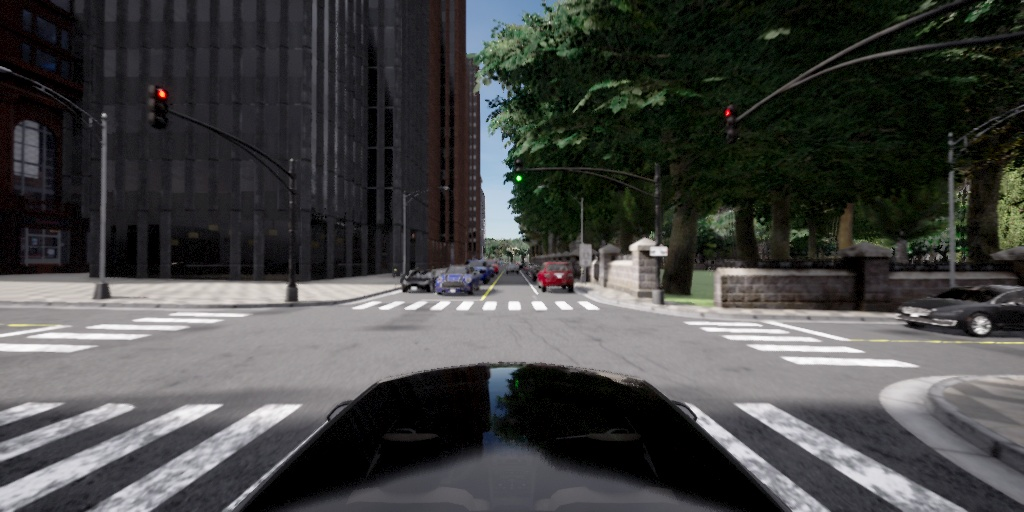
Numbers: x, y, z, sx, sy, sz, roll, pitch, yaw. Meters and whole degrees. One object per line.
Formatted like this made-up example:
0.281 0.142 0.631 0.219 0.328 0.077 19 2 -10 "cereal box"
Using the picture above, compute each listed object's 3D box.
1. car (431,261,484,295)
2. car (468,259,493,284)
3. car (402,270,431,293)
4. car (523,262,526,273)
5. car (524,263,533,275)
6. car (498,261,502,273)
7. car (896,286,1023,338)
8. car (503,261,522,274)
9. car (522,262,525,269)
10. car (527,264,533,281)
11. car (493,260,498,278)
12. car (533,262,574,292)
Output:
-3.169 1.332 21.720 2.097 1.767 4.553 0 -1 1 "car"
-3.104 1.320 31.480 2.150 2.045 5.566 0 -1 0 "car"
-5.768 1.564 23.282 1.948 1.339 4.313 0 0 0 "car"
2.752 1.817 45.117 2.007 1.370 4.403 0 0 0 "car"
2.753 1.750 39.660 2.007 1.370 4.403 0 0 0 "car"
-3.067 1.575 52.167 2.150 2.045 5.566 0 -1 0 "car"
15.265 1.697 11.445 4.892 1.490 1.837 1 -1 0 "car"
0.079 1.908 52.708 2.033 1.411 5.357 0 -1 0 "car"
2.750 1.774 50.573 1.967 1.591 4.097 0 0 0 "car"
2.755 1.698 34.204 1.948 1.339 4.313 0 0 0 "car"
-3.101 1.577 41.660 2.097 1.767 4.553 0 -1 0 "car"
2.757 1.313 23.293 2.192 1.841 5.009 0 0 0 "car"
